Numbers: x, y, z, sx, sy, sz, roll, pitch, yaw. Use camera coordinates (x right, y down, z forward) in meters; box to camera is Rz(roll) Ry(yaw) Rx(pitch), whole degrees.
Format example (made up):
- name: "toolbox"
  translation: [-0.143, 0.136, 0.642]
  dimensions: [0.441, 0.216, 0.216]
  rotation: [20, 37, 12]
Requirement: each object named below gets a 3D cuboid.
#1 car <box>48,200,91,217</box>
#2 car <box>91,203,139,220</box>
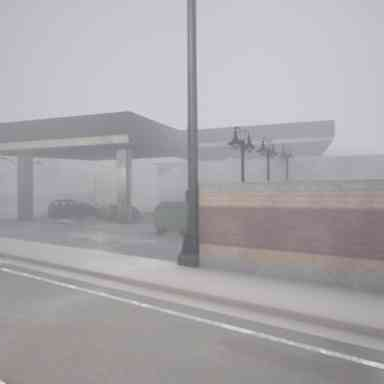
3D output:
- name: "car"
  translation: [-11.729, 1.573, 32.814]
  dimensions: [2.242, 1.667, 4.611]
  rotation: [-1, 0, 37]
- name: "car"
  translation: [-6.651, 1.678, 30.018]
  dimensions: [1.970, 1.475, 3.806]
  rotation: [-1, 0, 37]
